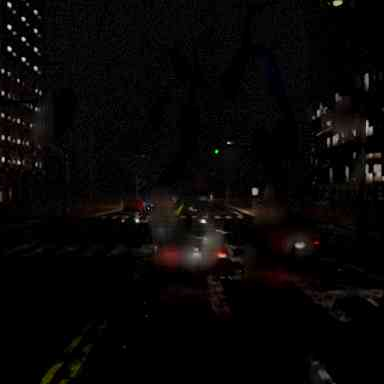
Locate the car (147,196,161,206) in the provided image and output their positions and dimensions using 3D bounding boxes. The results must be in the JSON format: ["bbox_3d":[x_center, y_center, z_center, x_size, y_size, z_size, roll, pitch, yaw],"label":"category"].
[{"bbox_3d":[-6.593,1.560,58.536,1.837,1.490,4.892,0,0,0],"label":"car"}]

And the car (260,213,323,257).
[{"bbox_3d":[3.743,1.549,13.000,1.812,1.442,4.674,0,0,7],"label":"car"}]

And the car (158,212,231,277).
[{"bbox_3d":[-0.042,1.566,10.330,2.033,1.411,5.357,0,0,-3],"label":"car"}]

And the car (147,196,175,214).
[{"bbox_3d":[-3.349,1.402,36.625,2.097,1.767,4.553,0,0,0],"label":"car"}]

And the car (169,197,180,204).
[{"bbox_3d":[-3.344,1.619,65.170,1.994,1.385,4.181,0,0,-1],"label":"car"}]

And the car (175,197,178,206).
[{"bbox_3d":[-3.349,1.559,45.517,1.837,1.490,4.892,0,0,0],"label":"car"}]

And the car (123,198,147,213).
[{"bbox_3d":[-6.602,1.529,38.250,1.882,1.535,5.008,0,0,0],"label":"car"}]

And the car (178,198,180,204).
[{"bbox_3d":[-3.342,1.546,55.136,2.128,1.511,4.902,0,0,0],"label":"car"}]

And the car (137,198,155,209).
[{"bbox_3d":[-6.603,1.580,48.171,1.812,1.442,4.674,0,0,0],"label":"car"}]

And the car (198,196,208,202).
[{"bbox_3d":[2.635,1.570,78.845,1.812,1.442,4.674,0,0,-4],"label":"car"}]
